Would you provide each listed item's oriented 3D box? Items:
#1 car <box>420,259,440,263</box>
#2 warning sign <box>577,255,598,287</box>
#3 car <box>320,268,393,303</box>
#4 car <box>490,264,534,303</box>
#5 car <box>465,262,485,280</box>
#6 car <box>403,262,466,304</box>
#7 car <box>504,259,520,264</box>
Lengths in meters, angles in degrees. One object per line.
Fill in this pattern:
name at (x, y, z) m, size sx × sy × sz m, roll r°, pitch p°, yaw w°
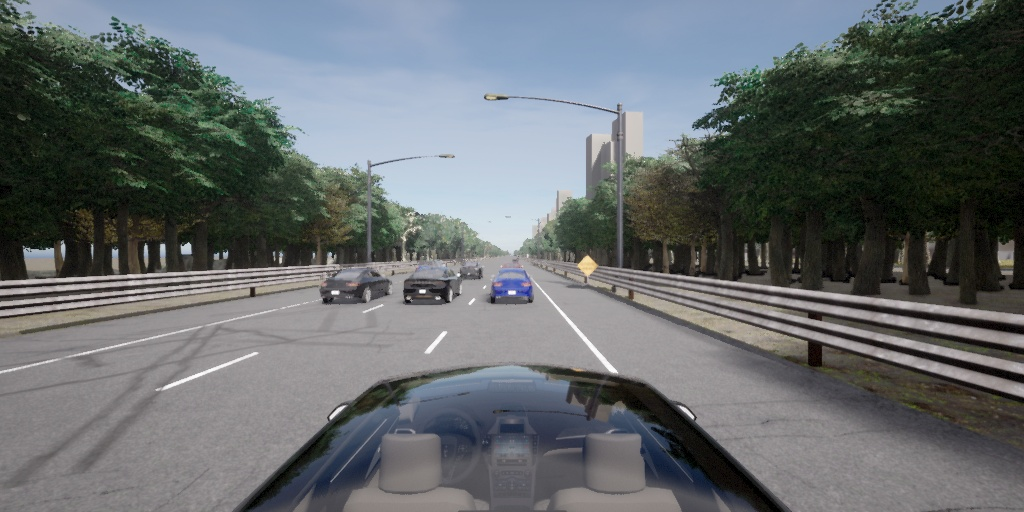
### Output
car at (-7.000, 1.122, 31.471) m, size 2.097 × 1.767 × 4.553 m, roll 0°, pitch 0°, yaw 0°
warning sign at (4.550, 0.865, 21.613) m, size 1.300 × 1.860 × 1.060 m, roll 0°, pitch 0°, yaw 0°
car at (-7.000, 1.283, 16.501) m, size 1.812 × 1.442 × 4.674 m, roll 0°, pitch 0°, yaw 0°
car at (0.000, 1.283, 16.501) m, size 1.812 × 1.442 × 4.674 m, roll 0°, pitch 0°, yaw 0°
car at (-3.500, 1.251, 31.501) m, size 2.128 × 1.511 × 4.902 m, roll 0°, pitch 0°, yaw 0°
car at (-3.500, 1.235, 16.501) m, size 1.882 × 1.535 × 5.008 m, roll 0°, pitch 0°, yaw 0°
car at (0.001, 1.241, 31.501) m, size 1.882 × 1.535 × 5.008 m, roll 0°, pitch 0°, yaw 0°
